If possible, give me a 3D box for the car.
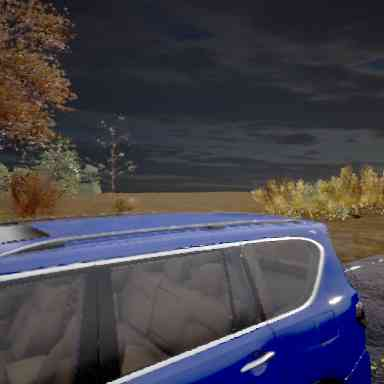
[{"bbox_3d":[-1.043,1.225,2.168,5.566,2.045,2.150,0,0,-36],"label":"car"}]
